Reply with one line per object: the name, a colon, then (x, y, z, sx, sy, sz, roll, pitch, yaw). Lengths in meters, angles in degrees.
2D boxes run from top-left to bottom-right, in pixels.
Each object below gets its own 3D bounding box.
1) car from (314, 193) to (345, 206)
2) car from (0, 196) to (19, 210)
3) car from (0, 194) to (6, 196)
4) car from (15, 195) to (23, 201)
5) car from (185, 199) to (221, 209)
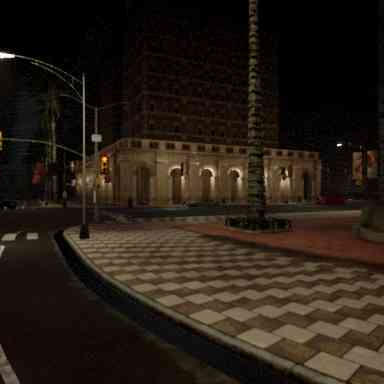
car: (23.244, 1.203, 56.079, 5.566, 2.045, 2.150, 0, 0, -26)
car: (-23.642, 1.566, 42.659, 1.895, 1.301, 4.718, 0, 0, -26)
car: (-44.780, 1.290, 77.948, 2.097, 1.767, 4.553, 0, 0, -27)
car: (-41.450, 1.473, 79.115, 2.033, 1.411, 5.357, 0, 0, -27)
car: (1.474, 1.576, 45.403, 4.718, 1.301, 1.895, 0, 0, -26)
